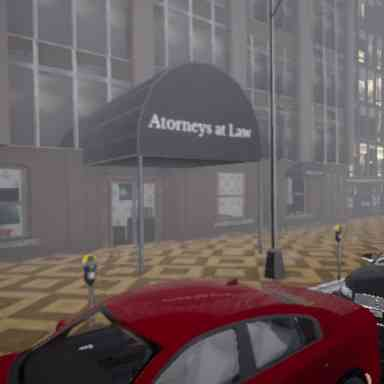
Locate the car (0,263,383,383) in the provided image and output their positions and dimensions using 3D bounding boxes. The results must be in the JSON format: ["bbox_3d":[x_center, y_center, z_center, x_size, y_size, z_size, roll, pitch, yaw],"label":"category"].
[{"bbox_3d":[-0.207,1.528,2.739,4.507,1.381,1.887,-1,0,-35],"label":"car"}]

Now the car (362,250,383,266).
[{"bbox_3d":[4.420,1.482,6.040,4.403,1.369,2.008,-1,0,-35],"label":"car"}]
